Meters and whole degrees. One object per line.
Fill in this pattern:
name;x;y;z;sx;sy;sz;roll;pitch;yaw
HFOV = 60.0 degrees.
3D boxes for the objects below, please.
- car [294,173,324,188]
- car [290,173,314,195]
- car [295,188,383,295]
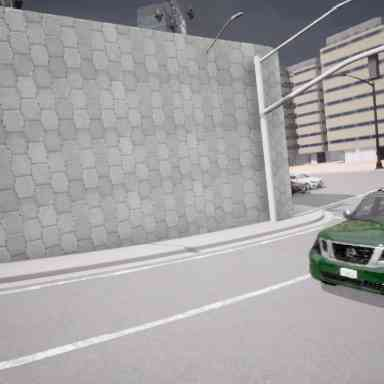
car;9.720;-0.978;30.516;1.812;1.442;4.674;-10;6;-35
car;7.367;-0.462;27.873;1.812;1.442;4.674;-10;6;-35
car;5.047;0.910;7.579;5.566;2.045;2.150;-5;3;-35
